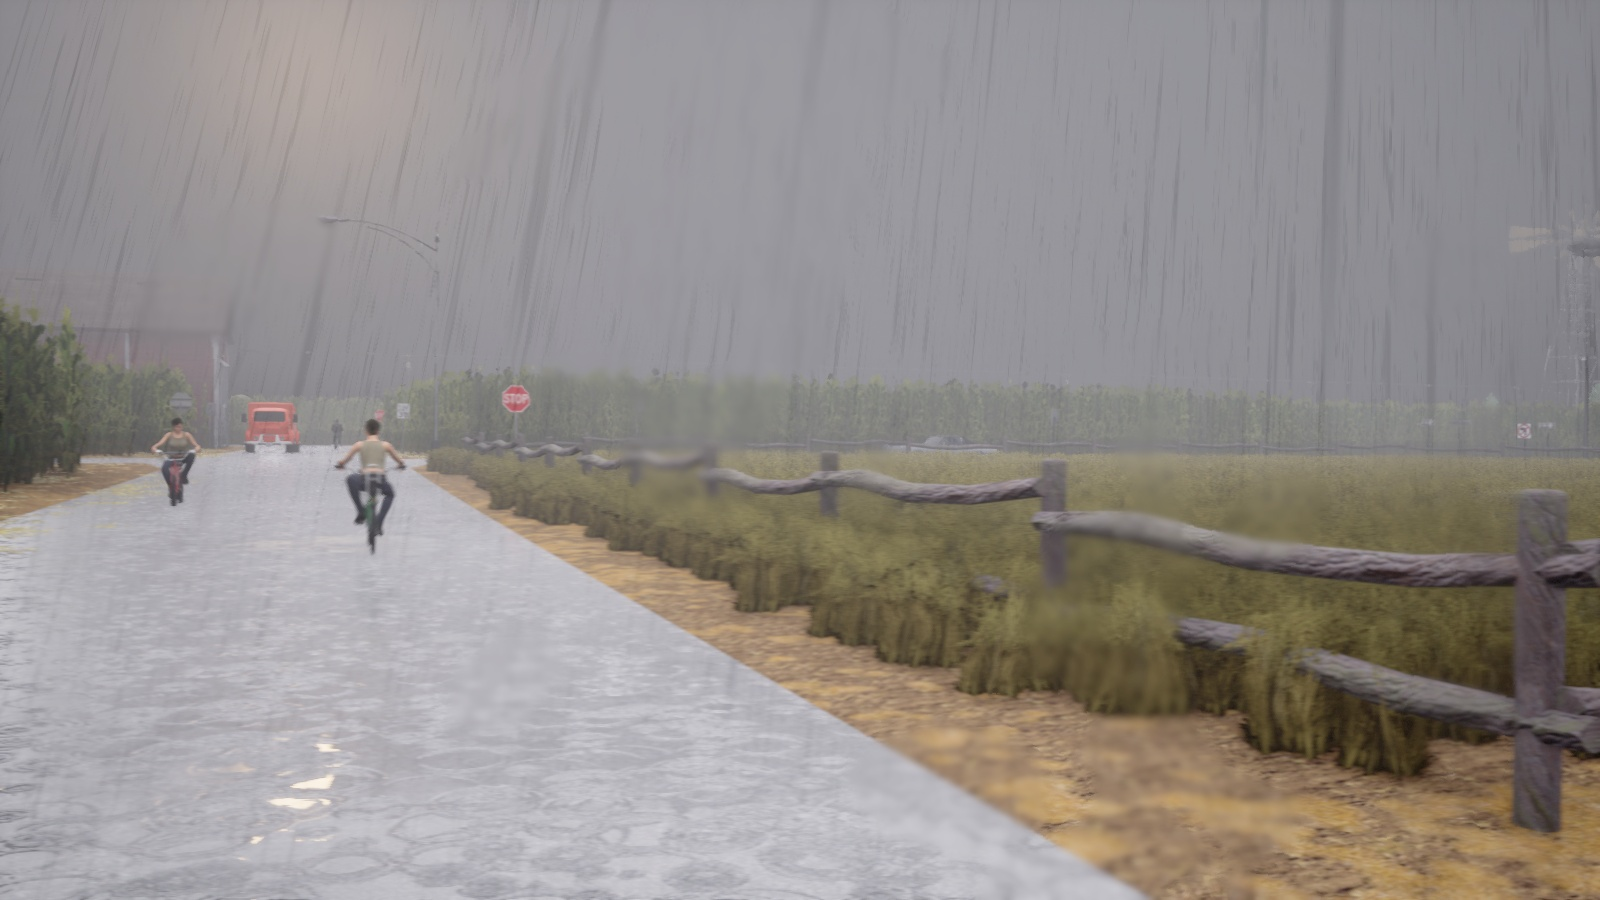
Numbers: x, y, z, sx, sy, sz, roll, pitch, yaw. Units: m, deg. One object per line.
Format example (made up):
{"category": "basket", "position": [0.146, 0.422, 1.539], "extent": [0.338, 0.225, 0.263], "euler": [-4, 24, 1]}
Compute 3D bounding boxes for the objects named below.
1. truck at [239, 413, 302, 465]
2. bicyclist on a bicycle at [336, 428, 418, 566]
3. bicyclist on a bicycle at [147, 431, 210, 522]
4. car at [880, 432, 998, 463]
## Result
{"category": "truck", "position": [-26.336, -0.546, 62.623], "extent": [2.627, 2.467, 5.204], "euler": [-1, 0, -21]}
{"category": "bicyclist on a bicycle", "position": [-5.241, 0.538, 15.512], "extent": [0.866, 1.612, 1.509], "euler": [-1, 1, -21]}
{"category": "bicyclist on a bicycle", "position": [-11.424, 0.459, 23.124], "extent": [0.866, 1.612, 1.509], "euler": [-1, 1, -20]}
{"category": "car", "position": [6.017, -0.125, 54.296], "extent": [4.718, 1.301, 1.895], "euler": [-1, 1, -20]}
